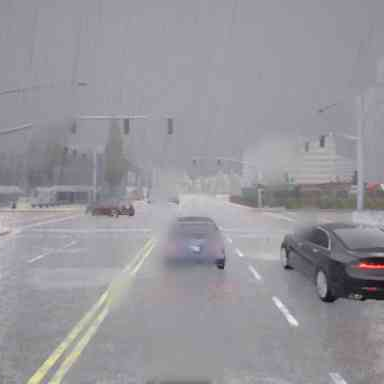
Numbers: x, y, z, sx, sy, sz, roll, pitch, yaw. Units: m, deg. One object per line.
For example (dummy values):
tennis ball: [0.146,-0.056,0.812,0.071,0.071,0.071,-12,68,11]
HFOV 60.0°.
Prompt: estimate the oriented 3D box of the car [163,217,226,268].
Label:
car: [0.079,1.546,11.250,2.033,1.411,5.357,0,0,0]

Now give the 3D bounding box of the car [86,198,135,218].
car: [-7.394,1.349,29.850,4.553,1.767,2.097,0,0,32]

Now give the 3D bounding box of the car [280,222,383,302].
car: [3.562,1.504,8.207,1.837,1.490,4.892,0,0,0]

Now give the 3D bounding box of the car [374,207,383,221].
car: [15.752,1.561,24.620,4.181,1.385,1.994,0,0,-1]

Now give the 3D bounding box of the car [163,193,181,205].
car: [-3.537,1.213,60.679,2.150,2.045,5.566,0,0,1]

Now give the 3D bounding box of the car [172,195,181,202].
car: [-3.499,1.516,76.166,1.812,1.442,4.674,0,0,0]

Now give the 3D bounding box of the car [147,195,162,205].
car: [-7.038,1.519,60.712,1.812,1.442,4.674,0,0,1]
